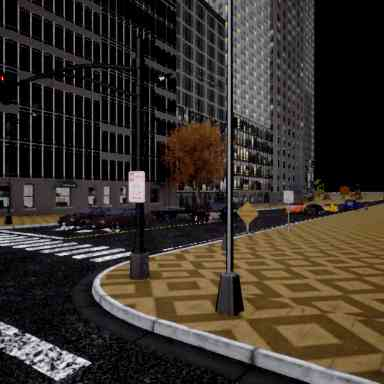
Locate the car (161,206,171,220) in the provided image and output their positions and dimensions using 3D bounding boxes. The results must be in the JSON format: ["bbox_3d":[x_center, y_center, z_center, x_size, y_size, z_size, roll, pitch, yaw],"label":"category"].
[{"bbox_3d":[-2.338,2.098,33.577,1.895,1.301,4.718,0,-1,33],"label":"car"}]

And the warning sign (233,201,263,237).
[{"bbox_3d":[3.112,1.454,18.562,1.300,1.860,1.060,1,1,33],"label":"warning sign"}]

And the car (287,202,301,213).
[{"bbox_3d":[15.616,2.263,49.120,2.097,1.767,4.553,0,-1,33],"label":"car"}]

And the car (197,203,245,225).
[{"bbox_3d":[2.858,1.983,29.265,2.128,1.511,4.902,0,-1,33],"label":"car"}]

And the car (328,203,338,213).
[{"bbox_3d":[21.886,2.510,52.975,1.882,1.535,5.008,0,-1,33],"label":"car"}]

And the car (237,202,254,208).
[{"bbox_3d":[5.866,2.034,40.284,2.097,1.767,4.553,0,-1,33],"label":"car"}]

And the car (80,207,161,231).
[{"bbox_3d":[-4.883,1.874,23.634,2.033,1.411,5.357,0,-1,33],"label":"car"}]

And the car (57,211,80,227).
[{"bbox_3d":[-7.535,1.873,25.518,2.033,1.411,5.357,0,-1,33],"label":"car"}]

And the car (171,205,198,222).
[{"bbox_3d":[0.396,2.006,31.820,1.837,1.490,4.892,0,-1,33],"label":"car"}]

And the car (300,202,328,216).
[{"bbox_3d":[16.288,2.354,44.210,1.837,1.490,4.892,0,-1,33],"label":"car"}]

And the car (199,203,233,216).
[{"bbox_3d":[3.062,2.167,41.934,2.128,1.511,4.902,0,-1,33],"label":"car"}]

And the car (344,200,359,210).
[{"bbox_3d":[31.485,2.537,65.764,2.150,2.045,5.566,0,-1,33],"label":"car"}]
